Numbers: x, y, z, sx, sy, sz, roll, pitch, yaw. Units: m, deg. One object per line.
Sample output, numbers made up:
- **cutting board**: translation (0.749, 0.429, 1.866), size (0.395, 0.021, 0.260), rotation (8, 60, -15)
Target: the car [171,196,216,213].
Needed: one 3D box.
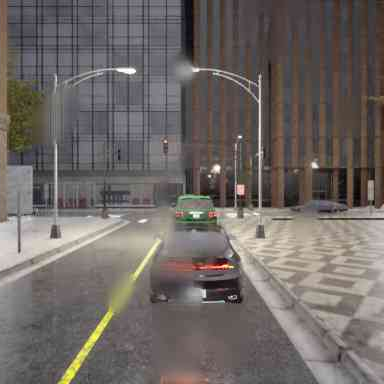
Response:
- **car**: translation (0.048, 1.218, 18.151), size (2.150, 2.045, 5.566), rotation (0, 0, -3)

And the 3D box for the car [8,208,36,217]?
- **car**: translation (-16.531, 1.627, 30.345), size (4.181, 1.385, 1.994), rotation (0, 0, 0)

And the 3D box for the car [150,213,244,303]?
- **car**: translation (0.086, 1.503, 8.159), size (1.837, 1.490, 4.892), rotation (0, 0, 0)

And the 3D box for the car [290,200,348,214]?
- **car**: translation (12.748, 1.486, 33.526), size (5.357, 1.411, 2.033), rotation (0, 0, 0)
